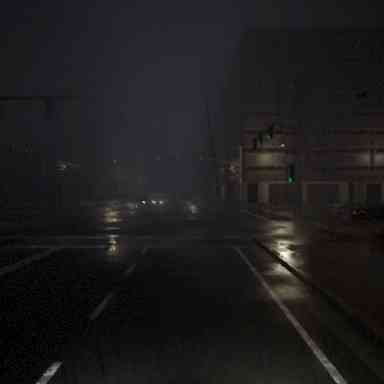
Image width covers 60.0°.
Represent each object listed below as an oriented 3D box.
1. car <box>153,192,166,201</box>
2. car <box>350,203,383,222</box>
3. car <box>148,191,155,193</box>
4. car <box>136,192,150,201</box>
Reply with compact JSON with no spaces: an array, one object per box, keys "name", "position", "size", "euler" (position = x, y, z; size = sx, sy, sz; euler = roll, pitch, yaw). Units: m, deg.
[{"name":"car","position":[-7.012,1.262,69.385],"size":[1.895,1.301,4.718],"euler":[0,0,0]},{"name":"car","position":[13.835,1.506,24.246],"size":[4.181,1.385,1.994],"euler":[1,0,-1]},{"name":"car","position":[-10.514,0.601,85.832],"size":[2.150,2.045,5.566],"euler":[0,0,0]},{"name":"car","position":[-10.512,1.192,69.415],"size":[1.812,1.442,4.674],"euler":[0,0,0]}]
